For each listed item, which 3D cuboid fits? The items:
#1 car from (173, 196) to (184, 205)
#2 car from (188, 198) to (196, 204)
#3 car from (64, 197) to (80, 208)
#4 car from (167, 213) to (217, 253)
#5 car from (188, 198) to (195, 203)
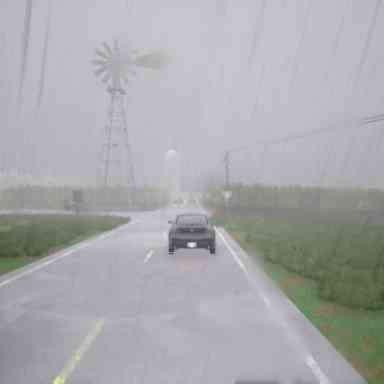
[{"bbox_3d":[-3.215,1.993,79.779,2.150,2.045,5.566,0,-1,0],"label":"car"},{"bbox_3d":[-0.015,2.333,82.078,1.994,1.385,4.181,0,-1,0],"label":"car"},{"bbox_3d":[-17.231,1.678,47.812,1.905,1.878,3.866,0,-1,-31],"label":"car"},{"bbox_3d":[0.001,1.646,14.312,1.837,1.490,4.892,0,0,0],"label":"car"},{"bbox_3d":[-0.017,2.326,93.362,1.895,1.301,4.718,0,-1,0],"label":"car"}]
